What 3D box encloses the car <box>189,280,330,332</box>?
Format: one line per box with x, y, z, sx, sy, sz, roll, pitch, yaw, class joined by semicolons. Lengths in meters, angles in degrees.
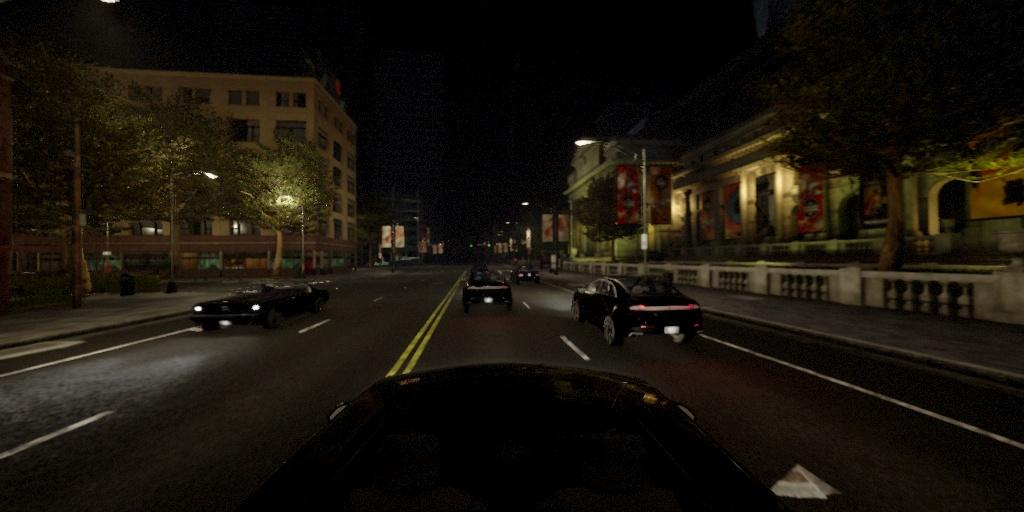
-7.850;1.497;11.760;1.895;1.301;4.718;-1;0;-6;car

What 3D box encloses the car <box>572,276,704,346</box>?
2.950;1.267;9.485;2.128;1.511;4.902;-1;0;-5;car

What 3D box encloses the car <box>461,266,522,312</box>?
-1.055;1.344;14.908;2.128;1.511;4.902;-1;0;-6;car

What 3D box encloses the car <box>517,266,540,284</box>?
1.024;1.477;28.960;2.033;1.411;5.357;-1;0;-6;car
